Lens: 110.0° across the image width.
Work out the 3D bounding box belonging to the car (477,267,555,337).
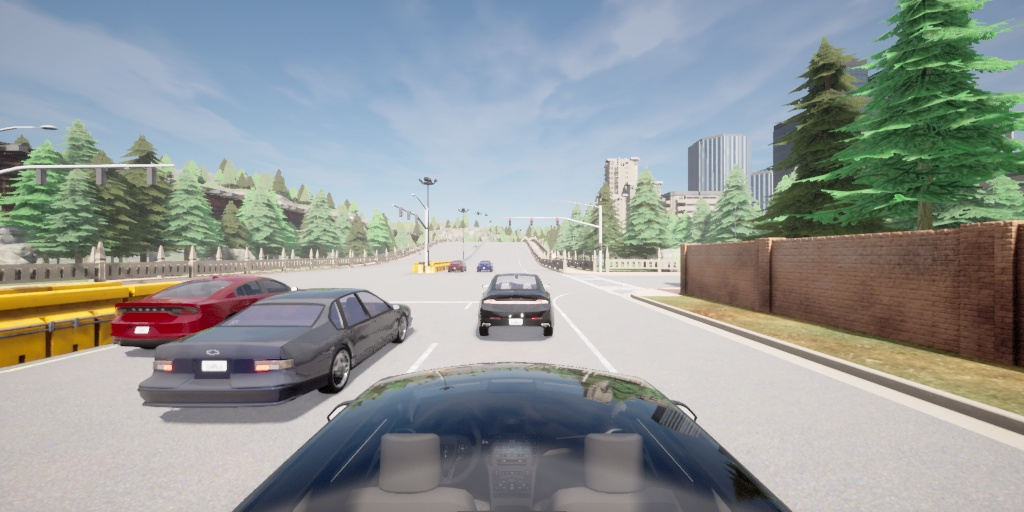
[{"bbox_3d":[0.129,1.244,10.345,2.128,1.511,4.902,0,0,1],"label":"car"}]

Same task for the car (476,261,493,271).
[{"bbox_3d":[-3.395,1.290,45.724,1.812,1.442,4.674,0,0,0],"label":"car"}]

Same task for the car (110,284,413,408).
[{"bbox_3d":[-3.398,1.299,6.599,2.033,1.411,5.357,0,0,0],"label":"car"}]

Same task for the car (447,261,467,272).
[{"bbox_3d":[-6.890,1.290,45.317,1.812,1.442,4.674,0,0,0],"label":"car"}]

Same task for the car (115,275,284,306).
[{"bbox_3d":[-6.899,1.230,9.162,1.882,1.535,5.008,0,0,0],"label":"car"}]
